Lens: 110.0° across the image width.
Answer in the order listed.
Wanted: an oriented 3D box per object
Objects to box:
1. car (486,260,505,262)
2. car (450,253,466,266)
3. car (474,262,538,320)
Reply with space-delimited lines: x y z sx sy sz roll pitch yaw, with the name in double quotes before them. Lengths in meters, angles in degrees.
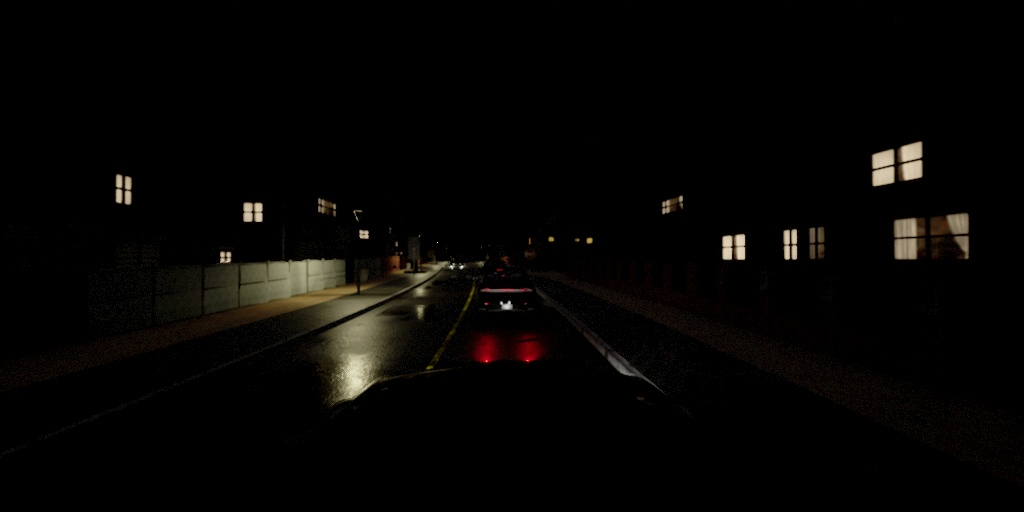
"car" -1.137 1.041 24.413 1.837 1.490 4.892 0 0 -4
"car" -9.281 0.562 60.639 2.150 2.045 5.566 0 0 -8
"car" -0.246 1.133 12.145 2.128 1.511 4.902 0 1 -3
